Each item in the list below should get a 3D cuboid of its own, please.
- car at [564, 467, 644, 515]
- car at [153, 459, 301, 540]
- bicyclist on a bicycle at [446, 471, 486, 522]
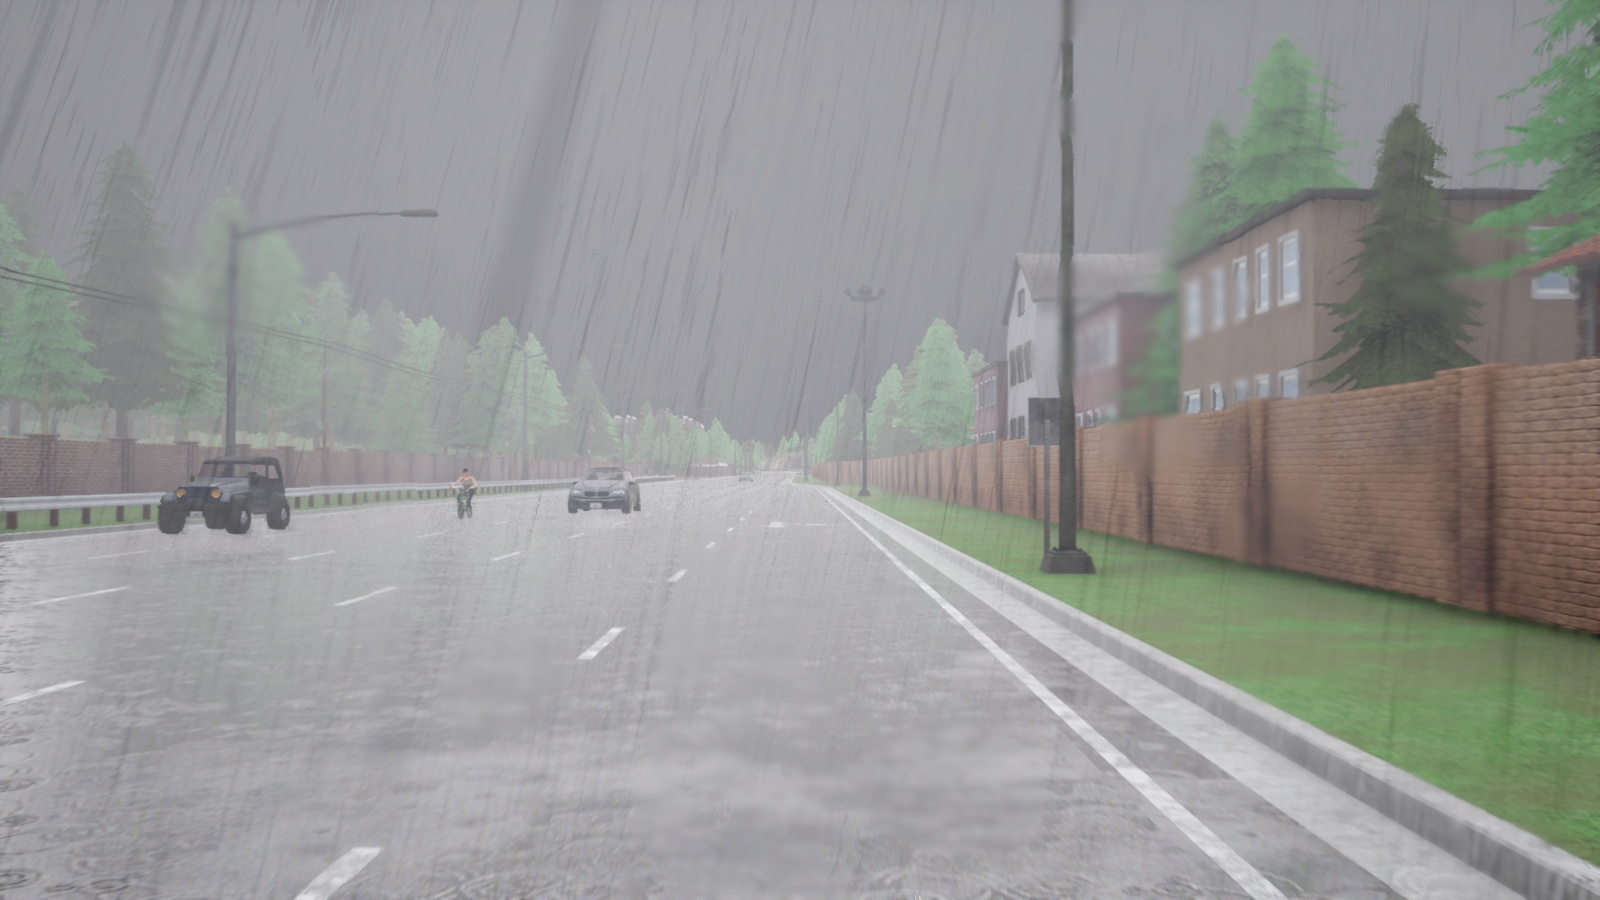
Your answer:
[{"bbox_3d":[-7.113,1.457,46.013,2.242,1.667,4.611,0,-1,0],"label":"car"},{"bbox_3d":[-14.077,1.187,31.090,1.905,1.878,3.866,0,-1,0],"label":"car"},{"bbox_3d":[-10.592,1.460,39.848,0.866,1.612,1.509,0,-1,0],"label":"bicyclist on a bicycle"}]
